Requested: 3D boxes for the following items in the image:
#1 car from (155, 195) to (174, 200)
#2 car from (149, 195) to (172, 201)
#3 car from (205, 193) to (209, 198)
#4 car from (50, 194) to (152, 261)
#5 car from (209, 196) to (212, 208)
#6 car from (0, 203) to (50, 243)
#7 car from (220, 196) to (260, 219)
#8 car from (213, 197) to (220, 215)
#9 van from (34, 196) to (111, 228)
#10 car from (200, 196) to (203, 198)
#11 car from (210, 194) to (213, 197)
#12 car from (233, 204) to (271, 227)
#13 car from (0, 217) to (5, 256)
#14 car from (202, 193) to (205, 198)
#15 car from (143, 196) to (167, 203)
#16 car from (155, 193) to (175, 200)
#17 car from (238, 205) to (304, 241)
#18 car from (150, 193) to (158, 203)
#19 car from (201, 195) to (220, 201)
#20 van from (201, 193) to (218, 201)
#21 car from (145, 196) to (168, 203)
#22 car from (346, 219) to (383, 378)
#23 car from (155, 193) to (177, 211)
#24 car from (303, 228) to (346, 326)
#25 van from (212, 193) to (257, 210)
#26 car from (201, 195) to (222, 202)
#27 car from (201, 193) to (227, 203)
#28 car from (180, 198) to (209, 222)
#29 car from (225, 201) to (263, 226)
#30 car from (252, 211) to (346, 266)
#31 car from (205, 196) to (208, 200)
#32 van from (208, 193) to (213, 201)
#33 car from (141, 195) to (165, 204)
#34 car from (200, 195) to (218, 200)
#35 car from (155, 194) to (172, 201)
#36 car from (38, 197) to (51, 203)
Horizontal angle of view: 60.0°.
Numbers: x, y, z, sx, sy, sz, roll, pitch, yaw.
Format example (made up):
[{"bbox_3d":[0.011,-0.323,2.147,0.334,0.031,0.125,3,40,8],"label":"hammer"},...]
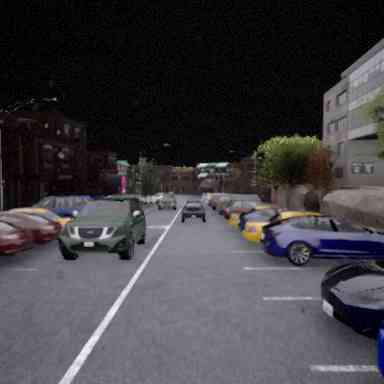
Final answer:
[{"bbox_3d":[-7.614,1.527,91.688,5.008,1.535,2.097,0,0,0],"label":"car"},{"bbox_3d":[-7.801,1.544,82.977,5.366,1.575,1.946,0,0,0],"label":"car"},{"bbox_3d":[4.658,1.394,50.175,4.553,1.767,2.185,0,0,0],"label":"car"},{"bbox_3d":[-3.073,1.230,12.725,2.150,2.045,5.566,0,0,0],"label":"car"},{"bbox_3d":[4.673,1.507,36.332,5.008,1.535,2.097,0,0,0],"label":"car"},{"bbox_3d":[-7.481,1.487,16.512,5.366,1.575,1.946,0,0,0],"label":"car"},{"bbox_3d":[4.638,1.372,25.035,4.553,1.767,2.185,0,0,0],"label":"car"},{"bbox_3d":[4.680,1.504,30.620,4.892,1.521,2.231,0,0,0],"label":"car"},{"bbox_3d":[-7.779,1.269,21.969,4.442,1.987,1.878,0,0,0],"label":"van"},{"bbox_3d":[0.114,1.538,42.584,1.837,1.490,4.892,0,0,0],"label":"car"},{"bbox_3d":[4.711,1.384,39.002,4.553,1.767,2.185,0,0,0],"label":"car"},{"bbox_3d":[4.692,1.520,16.653,4.792,1.488,2.163,0,0,0],"label":"car"},{"bbox_3d":[-7.644,1.512,8.140,4.792,1.488,2.163,0,0,0],"label":"car"},{"bbox_3d":[4.719,1.270,52.970,5.566,2.045,2.435,0,0,0],"label":"car"},{"bbox_3d":[-7.624,1.574,68.161,4.674,1.452,2.002,0,0,0],"label":"car"},{"bbox_3d":[-7.579,1.230,94.629,5.566,2.045,2.435,0,1,0],"label":"car"},{"bbox_3d":[4.847,1.485,13.858,5.366,1.575,1.946,0,0,0],"label":"car"},{"bbox_3d":[-7.660,1.278,62.410,5.566,2.045,2.435,0,0,0],"label":"car"},{"bbox_3d":[4.723,1.551,86.490,4.892,1.521,2.231,0,0,0],"label":"car"},{"bbox_3d":[4.602,1.321,89.284,4.442,1.987,1.878,0,0,0],"label":"van"},{"bbox_3d":[-7.622,1.577,71.224,4.674,1.452,2.002,0,0,0],"label":"car"},{"bbox_3d":[4.625,1.227,2.684,5.566,2.045,2.435,0,0,0],"label":"car"},{"bbox_3d":[-3.023,1.383,41.693,2.097,1.767,4.553,0,0,0],"label":"car"},{"bbox_3d":[4.626,1.511,5.477,4.792,1.488,2.163,0,0,0],"label":"car"},{"bbox_3d":[4.560,1.279,33.414,4.442,1.987,1.878,0,0,0],"label":"van"},{"bbox_3d":[4.706,1.547,81.030,4.892,1.521,2.231,0,0,0],"label":"car"},{"bbox_3d":[4.678,1.287,72.525,5.566,2.045,2.435,0,0,0],"label":"car"},{"bbox_3d":[0.123,1.525,26.758,1.837,1.490,4.892,0,0,0],"label":"car"},{"bbox_3d":[4.851,1.490,19.445,5.366,1.575,1.946,0,0,0],"label":"car"},{"bbox_3d":[4.689,1.515,11.064,4.792,1.488,2.163,0,0,0],"label":"car"},{"bbox_3d":[4.715,1.547,47.384,4.792,1.488,2.163,0,0,0],"label":"car"},{"bbox_3d":[4.802,1.289,44.588,4.442,1.987,1.878,0,0,0],"label":"van"},{"bbox_3d":[-7.598,1.406,65.223,4.553,1.767,2.185,0,0,0],"label":"car"},{"bbox_3d":[4.715,1.523,92.093,4.892,1.521,2.231,0,1,0],"label":"car"},{"bbox_3d":[-7.581,1.421,88.858,4.553,1.767,2.185,0,0,0],"label":"car"},{"bbox_3d":[-7.693,1.241,19.178,5.566,2.045,2.435,0,0,0],"label":"car"}]
